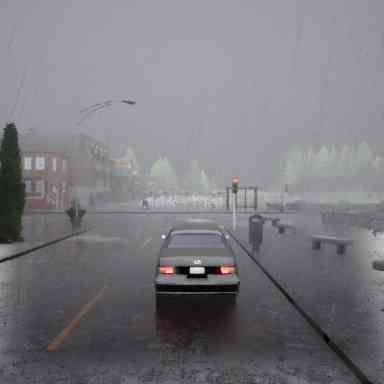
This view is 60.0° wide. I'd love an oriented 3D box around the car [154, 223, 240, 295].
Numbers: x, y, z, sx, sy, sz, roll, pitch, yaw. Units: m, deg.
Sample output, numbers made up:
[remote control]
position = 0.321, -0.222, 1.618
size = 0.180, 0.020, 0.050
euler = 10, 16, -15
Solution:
[car]
position = 0.099, 1.548, 8.879
size = 2.033, 1.411, 5.357
euler = 0, 0, 0
